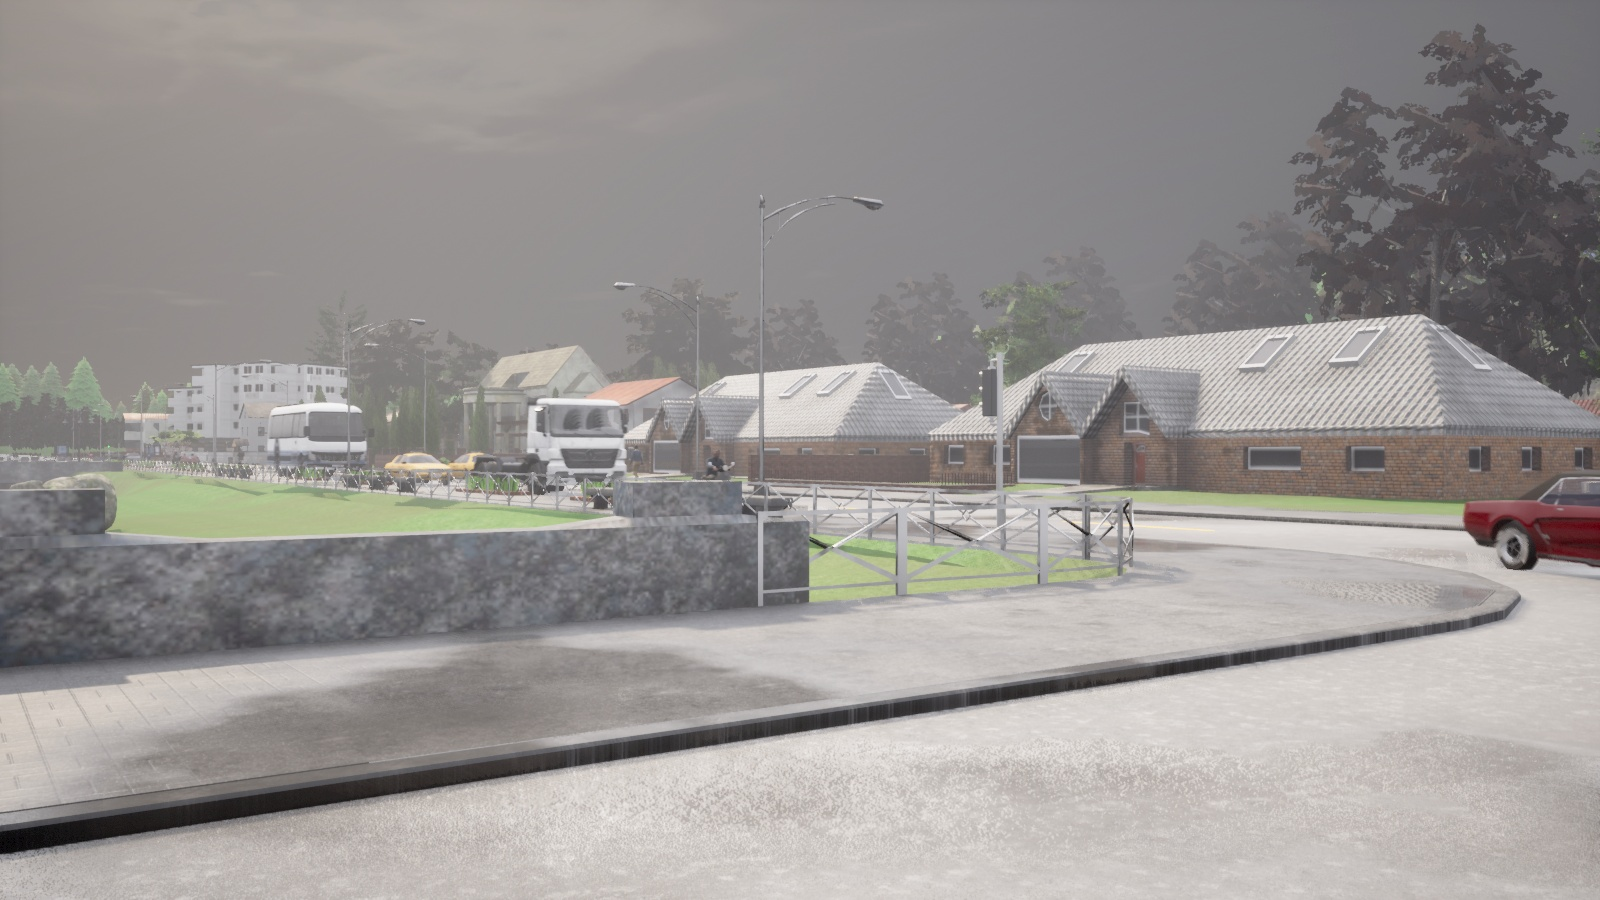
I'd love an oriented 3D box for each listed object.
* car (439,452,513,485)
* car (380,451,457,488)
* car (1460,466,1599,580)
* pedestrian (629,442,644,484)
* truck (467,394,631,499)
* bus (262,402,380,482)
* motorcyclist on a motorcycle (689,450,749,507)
[{"bbox_3d":[-16.180,0.871,62.483,1.801,1.575,5.366,0,0,-35],"label":"car"},{"bbox_3d":[-17.441,0.861,57.293,1.801,1.575,5.366,0,0,-35],"label":"car"},{"bbox_3d":[10.230,0.860,14.878,1.895,1.301,4.718,0,0,-7],"label":"car"},{"bbox_3d":[-7.704,0.616,59.257,0.423,1.949,0.788,0,0,-29],"label":"pedestrian"},{"bbox_3d":[-9.256,-0.106,45.539,2.891,3.462,7.936,0,0,-35],"label":"truck"},{"bbox_3d":[-27.557,-0.397,71.819,3.944,4.253,10.273,0,0,-35],"label":"bus"},{"bbox_3d":[-2.305,0.790,35.556,0.866,1.590,1.817,0,0,-35],"label":"motorcyclist on a motorcycle"}]
